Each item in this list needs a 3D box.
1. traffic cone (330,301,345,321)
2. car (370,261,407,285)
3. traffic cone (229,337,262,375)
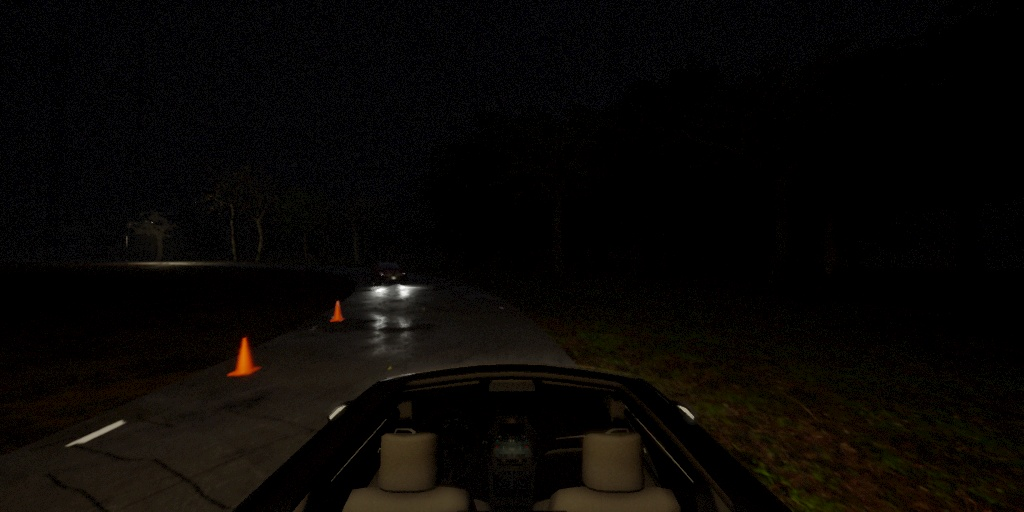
[{"bbox_3d":[-5.284,1.648,10.893,0.340,0.580,0.340,0,0,-11],"label":"traffic cone"},{"bbox_3d":[-8.526,1.091,24.449,1.812,1.442,4.674,-1,1,-29],"label":"car"},{"bbox_3d":[-4.582,1.694,6.165,0.340,0.580,0.340,0,0,-6],"label":"traffic cone"}]
